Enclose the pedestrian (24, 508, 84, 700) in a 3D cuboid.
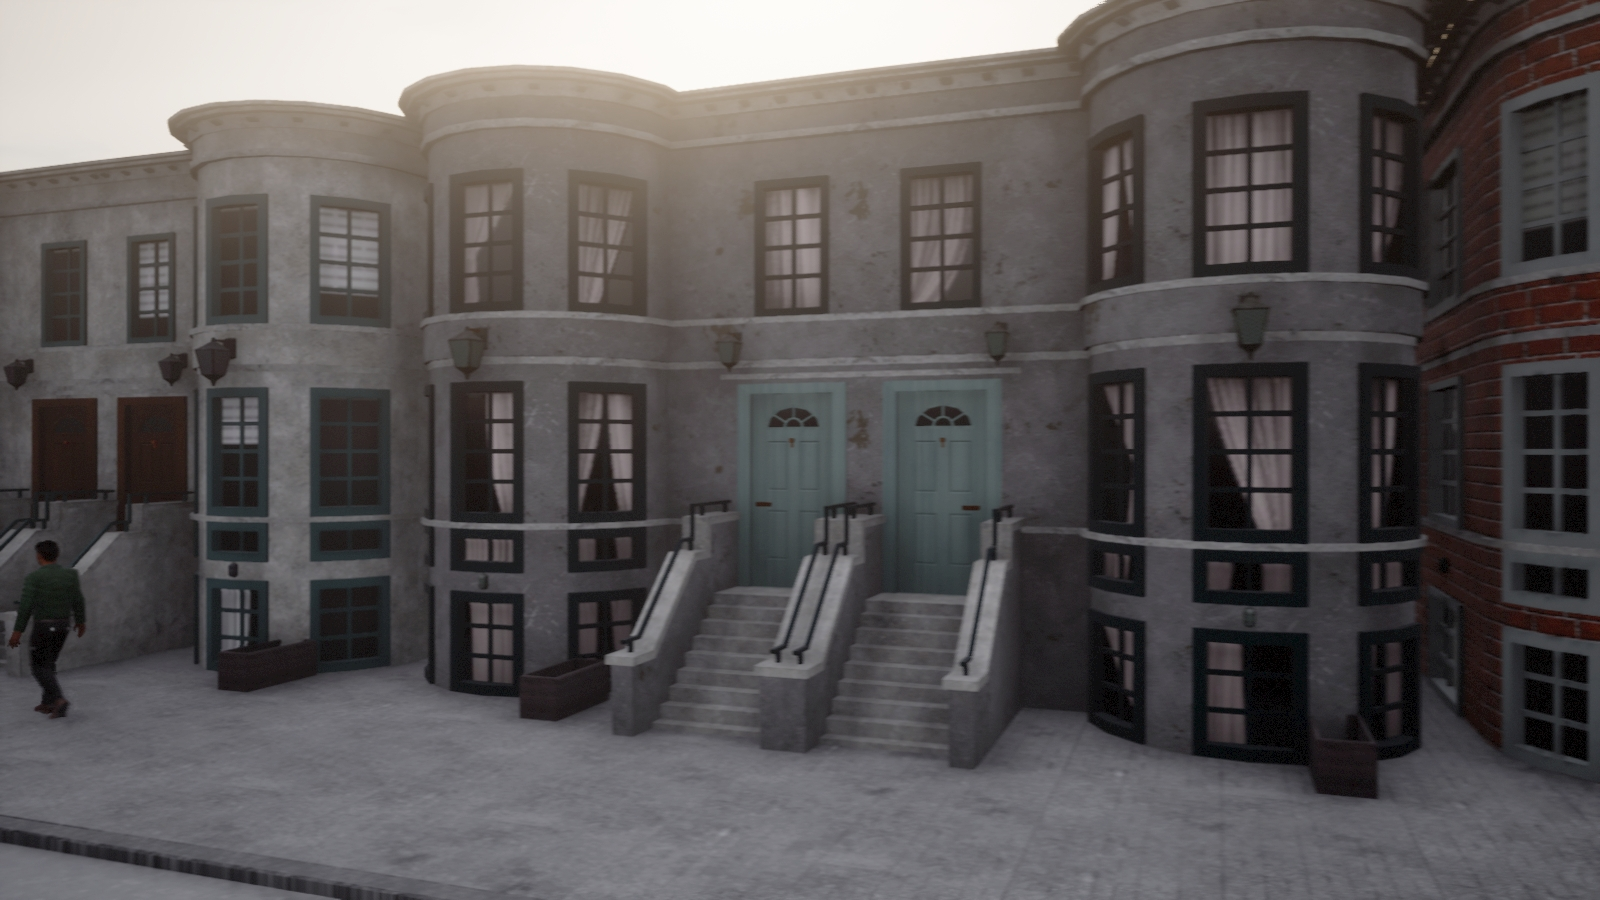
[{"bbox_3d":[-7.494,1.525,11.479,0.375,1.860,0.375,0,0,30],"label":"pedestrian"}]
